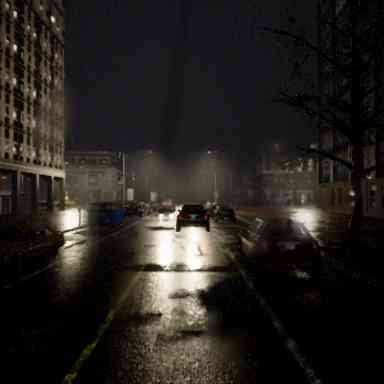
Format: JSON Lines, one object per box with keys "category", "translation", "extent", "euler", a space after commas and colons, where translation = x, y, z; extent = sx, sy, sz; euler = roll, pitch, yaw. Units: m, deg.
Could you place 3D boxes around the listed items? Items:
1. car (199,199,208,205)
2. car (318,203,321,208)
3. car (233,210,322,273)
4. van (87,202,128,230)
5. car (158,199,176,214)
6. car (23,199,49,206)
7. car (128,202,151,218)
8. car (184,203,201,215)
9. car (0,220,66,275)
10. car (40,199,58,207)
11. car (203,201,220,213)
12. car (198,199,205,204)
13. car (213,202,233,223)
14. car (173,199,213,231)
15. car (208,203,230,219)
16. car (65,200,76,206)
{"category": "car", "translation": [2.596, 2.310, 77.564], "extent": [1.947, 1.339, 4.313], "euler": [0, -1, 0]}
{"category": "car", "translation": [23.574, 2.226, 56.820], "extent": [4.206, 1.307, 1.802], "euler": [0, -1, 1]}
{"category": "car", "translation": [2.681, 1.548, 11.026], "extent": [1.967, 1.590, 4.097], "euler": [0, -1, 0]}
{"category": "van", "translation": [-5.714, 1.557, 22.417], "extent": [1.690, 1.788, 3.998], "euler": [0, -1, 0]}
{"category": "car", "translation": [-3.071, 1.963, 41.539], "extent": [1.994, 1.385, 4.181], "euler": [0, -1, 1]}
{"category": "car", "translation": [-30.901, 2.107, 66.007], "extent": [4.206, 1.307, 1.802], "euler": [0, -1, 1]}
{"category": "car", "translation": [-5.728, 1.765, 33.799], "extent": [1.967, 1.590, 4.097], "euler": [0, -1, 0]}
{"category": "car", "translation": [0.051, 1.978, 39.299], "extent": [1.895, 1.301, 4.718], "euler": [0, -1, 0]}
{"category": "car", "translation": [-5.700, 1.631, 10.861], "extent": [1.752, 1.417, 4.829], "euler": [0, -1, 0]}
{"category": "car", "translation": [-25.484, 1.974, 57.551], "extent": [4.403, 1.369, 2.008], "euler": [0, -1, 1]}
{"category": "car", "translation": [2.638, 1.985, 45.175], "extent": [2.008, 1.369, 4.403], "euler": [0, -1, 0]}
{"category": "car", "translation": [2.582, 2.432, 88.606], "extent": [1.802, 1.307, 4.206], "euler": [0, -1, 0]}
{"category": "car", "translation": [2.659, 1.822, 28.100], "extent": [2.008, 1.369, 4.403], "euler": [0, -1, 0]}
{"category": "car", "translation": [0.070, 1.568, 22.416], "extent": [2.097, 1.767, 4.553], "euler": [0, -1, 0]}
{"category": "car", "translation": [2.652, 1.870, 33.792], "extent": [1.887, 1.381, 4.507], "euler": [0, -1, 0]}
{"category": "car", "translation": [-25.534, 2.073, 65.932], "extent": [4.829, 1.417, 1.752], "euler": [0, -1, 1]}
